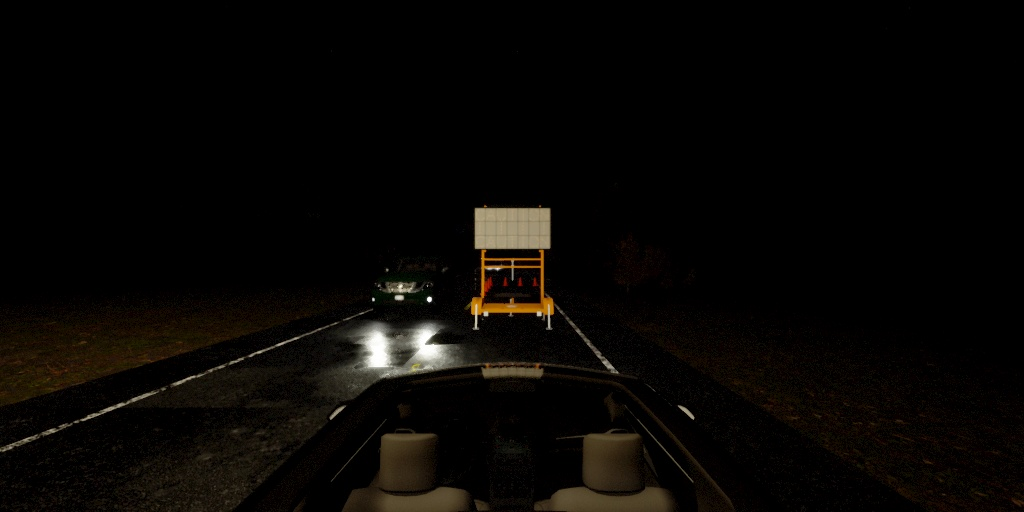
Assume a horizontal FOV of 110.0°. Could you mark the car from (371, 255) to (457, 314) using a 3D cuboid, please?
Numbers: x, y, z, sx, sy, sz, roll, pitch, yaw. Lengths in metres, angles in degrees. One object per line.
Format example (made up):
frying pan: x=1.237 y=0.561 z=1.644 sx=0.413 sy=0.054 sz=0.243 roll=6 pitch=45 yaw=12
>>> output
car: x=-3.574 y=0.973 z=14.161 sx=2.150 sy=2.045 sz=5.566 roll=0 pitch=0 yaw=0

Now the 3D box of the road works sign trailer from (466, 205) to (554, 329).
road works sign trailer: x=0.019 y=0.215 z=11.173 sx=2.380 sy=3.560 sz=2.880 roll=0 pitch=0 yaw=0
